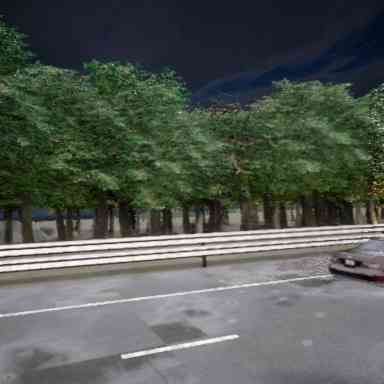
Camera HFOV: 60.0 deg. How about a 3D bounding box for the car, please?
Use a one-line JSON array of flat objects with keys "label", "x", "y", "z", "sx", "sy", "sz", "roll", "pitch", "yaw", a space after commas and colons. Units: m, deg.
[{"label": "car", "x": 6.734, "y": 1.978, "z": 10.086, "sx": 5.357, "sy": 1.411, "sz": 2.033, "roll": 0, "pitch": -4, "yaw": -20}]
